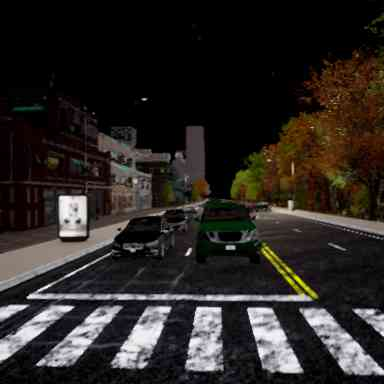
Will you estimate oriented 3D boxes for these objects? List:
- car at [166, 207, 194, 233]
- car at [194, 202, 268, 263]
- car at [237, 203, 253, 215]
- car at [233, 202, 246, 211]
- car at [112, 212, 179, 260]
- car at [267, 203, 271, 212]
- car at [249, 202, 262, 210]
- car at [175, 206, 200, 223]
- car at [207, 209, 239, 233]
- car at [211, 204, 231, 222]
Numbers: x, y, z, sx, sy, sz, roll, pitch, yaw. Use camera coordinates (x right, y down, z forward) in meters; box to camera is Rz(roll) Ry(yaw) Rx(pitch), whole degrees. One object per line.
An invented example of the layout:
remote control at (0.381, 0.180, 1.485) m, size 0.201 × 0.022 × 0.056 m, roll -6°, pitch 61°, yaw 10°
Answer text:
car at (-1.147, 1.972, 23.234) m, size 1.837 × 1.490 × 4.892 m, roll -1°, pitch -1°, yaw 4°
car at (1.347, 1.463, 13.310) m, size 2.150 × 2.045 × 5.566 m, roll -1°, pitch -1°, yaw 3°
car at (7.328, 2.287, 46.502) m, size 1.837 × 1.490 × 4.892 m, roll -1°, pitch -1°, yaw 4°
car at (8.103, 2.493, 56.875) m, size 1.812 × 1.442 × 4.674 m, roll -1°, pitch -1°, yaw 4°
car at (-1.854, 1.804, 13.860) m, size 1.837 × 1.490 × 4.892 m, roll -1°, pitch -1°, yaw 4°
car at (10.958, 2.314, 51.442) m, size 2.128 × 1.511 × 4.902 m, roll -1°, pitch -1°, yaw 4°
car at (11.718, 2.565, 61.487) m, size 1.994 × 1.385 × 4.181 m, roll -1°, pitch -1°, yaw 4°
car at (-0.359, 2.199, 33.571) m, size 2.033 × 1.411 × 5.357 m, roll -1°, pitch -1°, yaw 5°
car at (2.123, 1.984, 23.311) m, size 1.994 × 1.385 × 4.181 m, roll -1°, pitch -1°, yaw 5°
car at (2.912, 2.083, 33.724) m, size 1.882 × 1.535 × 5.008 m, roll -1°, pitch -1°, yaw 5°
